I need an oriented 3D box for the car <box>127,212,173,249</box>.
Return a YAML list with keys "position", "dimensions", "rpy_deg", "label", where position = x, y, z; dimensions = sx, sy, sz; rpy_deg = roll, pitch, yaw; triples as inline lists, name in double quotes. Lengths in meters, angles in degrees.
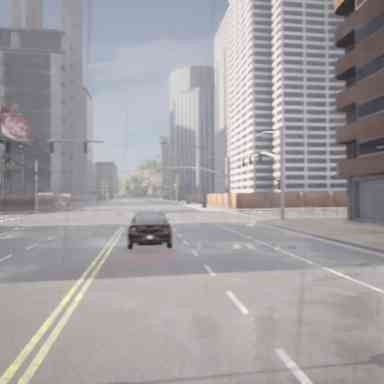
- position: [-1.976, 1.659, 15.600]
  dimensions: [1.882, 1.535, 5.008]
  rpy_deg: [0, -1, -7]
  label: "car"
